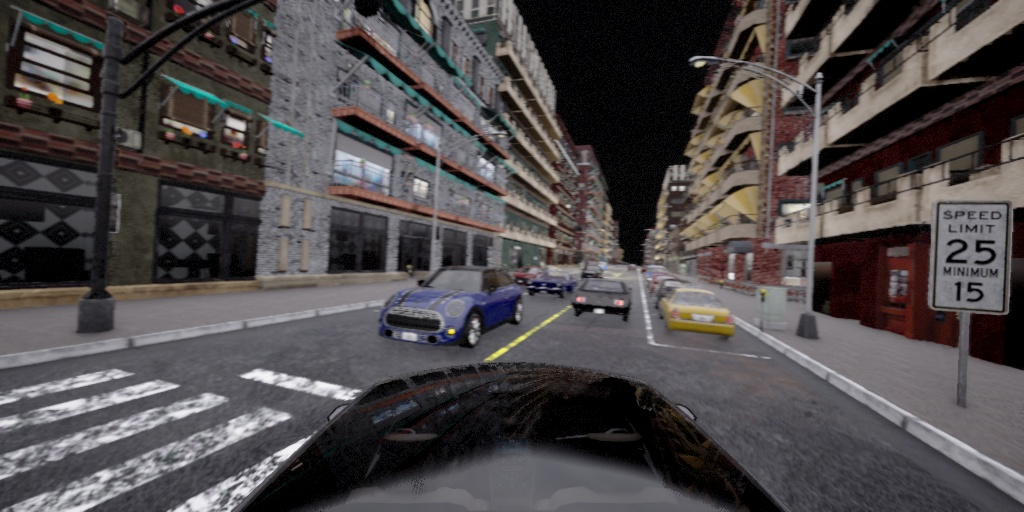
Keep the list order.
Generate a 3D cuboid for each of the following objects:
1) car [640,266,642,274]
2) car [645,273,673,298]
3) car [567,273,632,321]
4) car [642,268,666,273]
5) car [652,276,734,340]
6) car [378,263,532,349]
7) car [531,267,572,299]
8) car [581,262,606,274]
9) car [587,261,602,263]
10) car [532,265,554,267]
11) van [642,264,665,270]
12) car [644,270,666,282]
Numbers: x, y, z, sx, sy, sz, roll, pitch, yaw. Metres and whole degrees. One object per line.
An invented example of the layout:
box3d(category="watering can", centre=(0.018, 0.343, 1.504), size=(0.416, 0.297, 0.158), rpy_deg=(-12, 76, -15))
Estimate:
box3d(category="car", centre=(14.729, 2.071, 37.567), size=(2.007, 1.370, 4.403), rpy_deg=(0, 0, 19))
box3d(category="car", centre=(7.260, 1.676, 16.189), size=(2.007, 1.370, 4.403), rpy_deg=(0, 0, 19))
box3d(category="car", centre=(3.579, 1.536, 13.715), size=(1.895, 1.301, 4.718), rpy_deg=(3, 0, 19))
box3d(category="car", centre=(10.995, 1.867, 26.878), size=(1.888, 1.381, 4.507), rpy_deg=(0, 0, 19))
box3d(category="car", centre=(5.523, 1.558, 11.219), size=(1.751, 1.417, 4.829), rpy_deg=(0, 0, 19))
box3d(category="car", centre=(-1.260, 1.038, 9.212), size=(2.097, 1.767, 4.553), rpy_deg=(3, 0, 19))
box3d(category="car", centre=(2.259, 1.469, 19.332), size=(1.895, 1.301, 4.718), rpy_deg=(3, 0, 19))
box3d(category="car", centre=(8.039, 1.680, 35.755), size=(1.837, 1.490, 4.892), rpy_deg=(3, -1, 20))
box3d(category="car", centre=(12.431, 1.732, 56.367), size=(2.192, 1.841, 5.009), rpy_deg=(0, 0, 19))
box3d(category="car", centre=(1.228, 1.362, 24.301), size=(1.888, 1.381, 4.507), rpy_deg=(0, 0, 19))
box3d(category="van", centre=(12.862, 1.761, 32.223), size=(1.690, 1.789, 3.998), rpy_deg=(0, 0, 19))
box3d(category="car", centre=(9.127, 1.769, 21.534), size=(1.888, 1.381, 4.507), rpy_deg=(0, 0, 19))
